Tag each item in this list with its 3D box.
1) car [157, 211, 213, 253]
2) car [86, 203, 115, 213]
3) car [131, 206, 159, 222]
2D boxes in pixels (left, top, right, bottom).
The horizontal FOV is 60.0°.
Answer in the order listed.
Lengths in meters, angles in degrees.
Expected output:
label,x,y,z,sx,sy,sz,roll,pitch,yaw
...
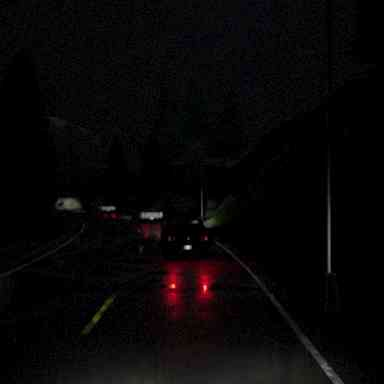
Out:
label,x,y,z,sx,sy,sz,roll,pitch,yaw
car,-0.406,1.736,14.288,1.895,1.301,4.718,0,-1,-7
car,-11.840,2.004,42.742,1.895,1.301,4.718,0,-1,-43
car,-4.074,1.877,29.241,1.895,1.301,4.718,0,-1,-21
